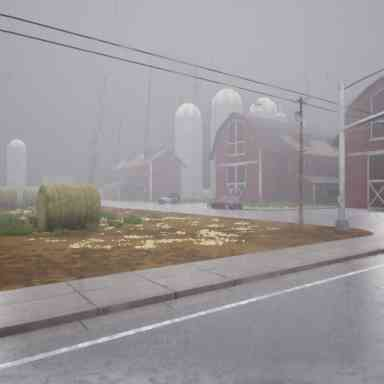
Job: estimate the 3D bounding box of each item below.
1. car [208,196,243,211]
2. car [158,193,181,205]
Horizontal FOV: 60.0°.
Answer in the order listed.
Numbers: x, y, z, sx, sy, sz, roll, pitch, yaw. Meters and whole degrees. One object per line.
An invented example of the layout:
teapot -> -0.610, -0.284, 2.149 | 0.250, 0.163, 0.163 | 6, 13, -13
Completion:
car -> 3.940, 1.325, 40.264 | 2.097, 1.767, 4.553 | 0, 0, -36
car -> -3.919, 1.118, 57.685 | 3.866, 1.878, 1.905 | -2, 5, 11
